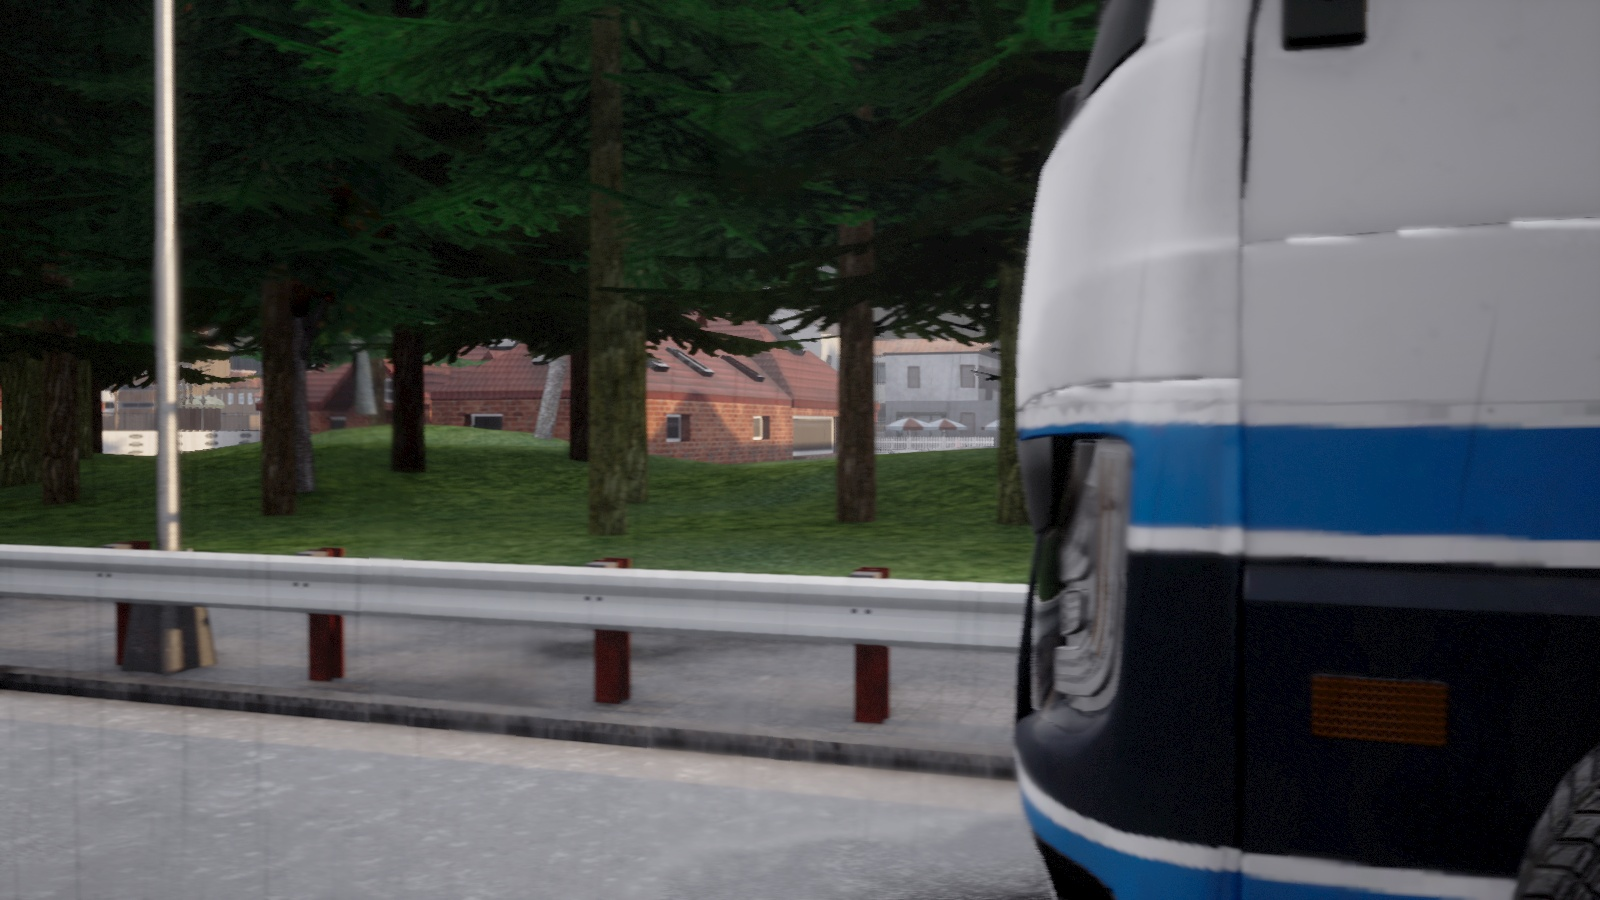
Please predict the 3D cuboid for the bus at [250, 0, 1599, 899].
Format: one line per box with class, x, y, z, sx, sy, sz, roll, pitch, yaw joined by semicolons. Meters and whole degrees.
bus;4.672;-0.555;2.131;10.273;4.253;3.944;1;1;19
